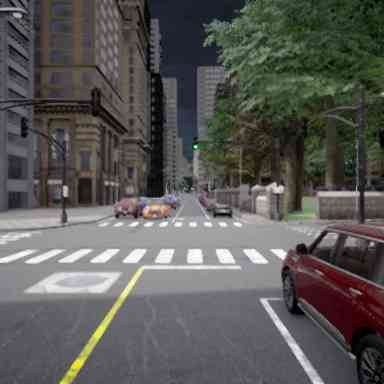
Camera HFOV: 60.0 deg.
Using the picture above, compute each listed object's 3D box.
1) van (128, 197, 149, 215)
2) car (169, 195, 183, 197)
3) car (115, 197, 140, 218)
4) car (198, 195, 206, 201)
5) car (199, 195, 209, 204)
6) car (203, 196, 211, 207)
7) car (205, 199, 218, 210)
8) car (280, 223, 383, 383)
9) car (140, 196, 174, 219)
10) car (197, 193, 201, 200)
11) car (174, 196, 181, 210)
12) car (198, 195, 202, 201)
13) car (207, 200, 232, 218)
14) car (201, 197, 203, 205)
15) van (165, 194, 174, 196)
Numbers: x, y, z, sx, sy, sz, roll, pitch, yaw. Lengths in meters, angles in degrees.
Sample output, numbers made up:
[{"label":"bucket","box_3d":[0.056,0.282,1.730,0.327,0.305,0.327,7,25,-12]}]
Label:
[{"label":"van","box_3d":[-5.788,1.483,36.647,1.690,1.788,3.998,0,0,0]},{"label":"car","box_3d":[-3.052,1.731,59.225,1.812,1.442,4.674,0,0,0]},{"label":"car","box_3d":[-5.784,1.439,31.227,2.192,1.841,5.009,0,0,0]},{"label":"car","box_3d":[2.694,1.710,90.838,1.967,1.590,4.097,0,0,0]},{"label":"car","box_3d":[2.719,1.743,58.316,1.887,1.381,4.507,0,0,0]},{"label":"car","box_3d":[2.732,1.593,42.055,1.967,1.590,4.097,0,0,0]},{"label":"car","box_3d":[2.736,1.718,36.634,1.802,1.307,4.206,0,0,0]},{"label":"car","box_3d":[2.762,1.334,4.657,2.192,1.841,5.009,0,0,0]},{"label":"car","box_3d":[-3.153,1.472,30.707,2.097,1.767,4.553,0,0,1]},{"label":"car","box_3d":[2.711,1.540,69.157,2.192,1.841,5.009,0,0,0]},{"label":"car","box_3d":[-3.076,1.717,46.070,2.033,1.411,5.357,0,0,1]},{"label":"car","box_3d":[2.715,1.778,63.736,1.947,1.339,4.313,0,0,0]},{"label":"car","box_3d":[2.741,1.683,31.214,1.947,1.339,4.313,0,0,0]},{"label":"car","box_3d":[2.724,1.766,52.895,1.802,1.307,4.206,0,0,0]},{"label":"van","box_3d":[-5.823,1.596,80.010,1.690,1.788,3.998,0,0,0]}]
